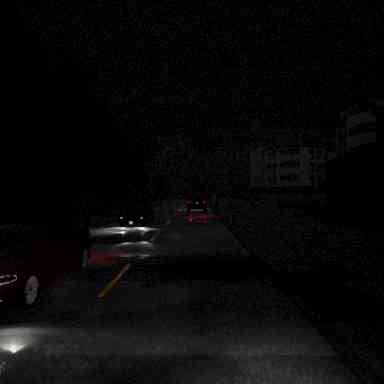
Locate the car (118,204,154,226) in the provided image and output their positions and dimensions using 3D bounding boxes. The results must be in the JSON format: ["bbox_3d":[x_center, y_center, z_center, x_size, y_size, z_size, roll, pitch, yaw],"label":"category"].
[{"bbox_3d":[-3.804,1.552,23.578,2.033,1.411,5.357,0,0,1],"label":"car"}]

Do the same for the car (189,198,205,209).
[{"bbox_3d":[0.675,1.557,47.249,2.033,1.411,5.357,0,0,0],"label":"car"}]

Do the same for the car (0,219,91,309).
[{"bbox_3d":[-4.003,1.484,8.075,1.882,1.535,5.008,0,0,1],"label":"car"}]

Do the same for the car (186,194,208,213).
[{"bbox_3d":[0.542,1.229,36.675,2.150,2.045,5.566,0,0,0],"label":"car"}]
